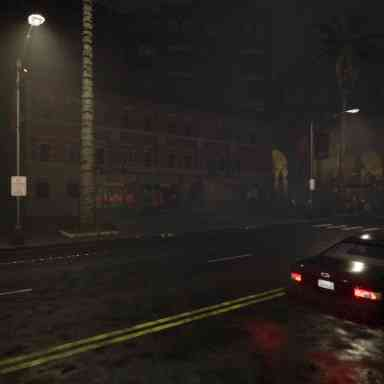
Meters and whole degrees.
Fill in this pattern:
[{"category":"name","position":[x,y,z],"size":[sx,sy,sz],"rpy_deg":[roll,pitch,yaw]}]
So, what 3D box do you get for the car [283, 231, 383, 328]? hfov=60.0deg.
[{"category":"car","position":[4.212,1.547,6.863],"size":[5.357,1.411,2.033],"rpy_deg":[0,0,-36]}]
